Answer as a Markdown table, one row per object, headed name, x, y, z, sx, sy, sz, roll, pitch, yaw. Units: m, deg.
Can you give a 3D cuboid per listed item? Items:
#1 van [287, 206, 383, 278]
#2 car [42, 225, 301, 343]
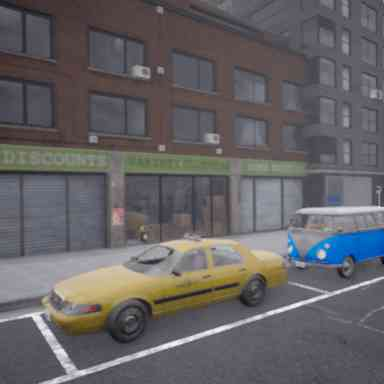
| name | x | y | z | sx | sy | sz | roll | pitch | yaw |
| --- | --- | --- | --- | --- | --- | --- | --- | --- | --- |
| van | 4.482 | 1.321 | 9.739 | 3.998 | 1.788 | 1.690 | 0 | -1 | -35 |
| car | -0.203 | 1.518 | 6.397 | 4.829 | 1.417 | 1.752 | 0 | -1 | -35 |
